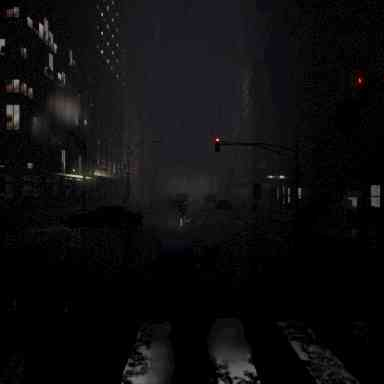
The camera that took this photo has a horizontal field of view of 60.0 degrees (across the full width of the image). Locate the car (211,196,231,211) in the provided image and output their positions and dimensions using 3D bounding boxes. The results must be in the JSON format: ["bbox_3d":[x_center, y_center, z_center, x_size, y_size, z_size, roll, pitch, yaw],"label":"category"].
[{"bbox_3d":[3.855,1.579,41.797,1.947,1.339,4.313,0,0,0],"label":"car"}]

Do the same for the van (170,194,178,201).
[{"bbox_3d":[-4.305,1.321,80.442,1.690,1.788,3.998,0,0,0],"label":"van"}]

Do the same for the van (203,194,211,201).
[{"bbox_3d":[3.575,1.321,80.489,1.690,1.788,3.998,0,0,0],"label":"van"}]

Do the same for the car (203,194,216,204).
[{"bbox_3d":[3.674,1.312,63.906,2.192,1.841,5.009,0,0,0],"label":"car"}]

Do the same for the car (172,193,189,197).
[{"bbox_3d":[-1.677,1.226,55.454,2.150,2.045,5.566,0,0,0],"label":"car"}]

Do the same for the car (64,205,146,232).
[{"bbox_3d":[-5.103,1.511,19.654,4.674,1.442,1.812,2,0,-3],"label":"car"}]

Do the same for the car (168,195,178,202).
[{"bbox_3d":[-4.272,1.426,74.915,1.967,1.590,4.097,0,0,0],"label":"car"}]

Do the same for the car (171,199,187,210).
[{"bbox_3d":[-1.615,1.613,43.644,1.895,1.301,4.718,0,0,0],"label":"car"}]

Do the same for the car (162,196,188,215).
[{"bbox_3d":[-1.569,1.508,33.724,2.128,1.511,4.902,0,0,-1],"label":"car"}]

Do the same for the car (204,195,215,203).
[{"bbox_3d":[3.641,1.432,69.434,1.967,1.590,4.097,0,0,0],"label":"car"}]

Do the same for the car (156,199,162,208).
[{"bbox_3d":[-4.107,1.592,47.277,1.802,1.307,4.206,0,0,0],"label":"car"}]
